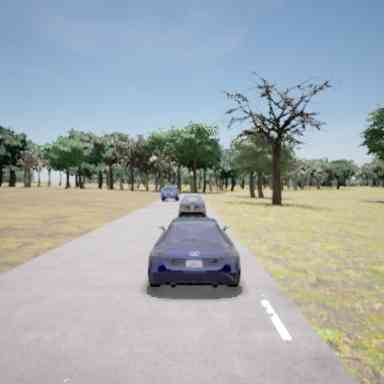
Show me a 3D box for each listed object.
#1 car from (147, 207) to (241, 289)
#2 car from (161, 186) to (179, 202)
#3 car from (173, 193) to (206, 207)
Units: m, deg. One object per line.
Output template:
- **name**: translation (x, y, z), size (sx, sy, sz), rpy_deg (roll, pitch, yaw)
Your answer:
- **car**: translation (0.052, 1.318, 8.518), size (1.994, 1.385, 4.181), rpy_deg (0, 2, 0)
- **car**: translation (-2.903, 0.216, 44.524), size (2.150, 2.045, 5.566), rpy_deg (0, 1, 0)
- **car**: translation (0.028, 0.959, 23.256), size (2.033, 1.411, 5.357), rpy_deg (0, 1, 0)
